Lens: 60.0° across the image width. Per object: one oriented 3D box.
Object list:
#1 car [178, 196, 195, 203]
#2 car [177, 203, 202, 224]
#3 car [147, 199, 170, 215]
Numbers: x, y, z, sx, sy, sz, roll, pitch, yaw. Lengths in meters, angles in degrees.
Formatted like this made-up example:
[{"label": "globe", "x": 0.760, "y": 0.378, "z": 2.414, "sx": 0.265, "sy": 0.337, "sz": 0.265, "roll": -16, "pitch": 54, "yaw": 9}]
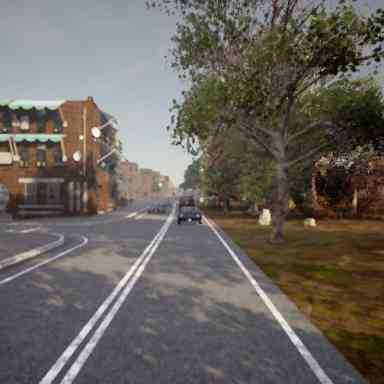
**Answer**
[{"label": "car", "x": -0.772, "y": 1.544, "z": 45.681, "sx": 2.150, "sy": 2.045, "sz": 5.566, "roll": 0, "pitch": 0, "yaw": -2}, {"label": "car", "x": -0.225, "y": 1.846, "z": 27.349, "sx": 1.895, "sy": 1.301, "sz": 4.718, "roll": 0, "pitch": 0, "yaw": -1}, {"label": "car", "x": -3.964, "y": 1.871, "z": 38.238, "sx": 1.994, "sy": 1.385, "sz": 4.181, "roll": 0, "pitch": 0, "yaw": -2}]
